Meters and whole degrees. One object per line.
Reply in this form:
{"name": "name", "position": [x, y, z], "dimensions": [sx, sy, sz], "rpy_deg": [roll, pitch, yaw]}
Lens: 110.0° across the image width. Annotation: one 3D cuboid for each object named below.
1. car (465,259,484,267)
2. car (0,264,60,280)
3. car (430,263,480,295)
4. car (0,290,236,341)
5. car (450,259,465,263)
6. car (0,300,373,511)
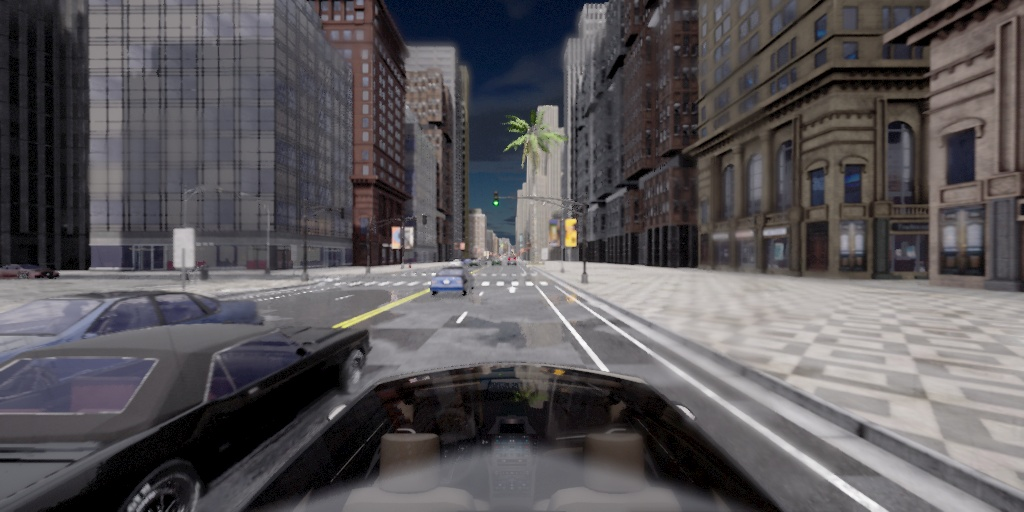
{"name": "car", "position": [-6.513, 1.404, 62.553], "dimensions": [1.895, 1.301, 4.718], "rpy_deg": [0, 0, 0]}
{"name": "car", "position": [-41.924, 1.418, 30.873], "dimensions": [4.181, 1.385, 1.994], "rpy_deg": [0, 0, 1]}
{"name": "car", "position": [-3.149, 1.303, 19.756], "dimensions": [2.033, 1.411, 5.357], "rpy_deg": [0, 0, 0]}
{"name": "car", "position": [-6.597, 1.298, 5.831], "dimensions": [2.033, 1.411, 5.357], "rpy_deg": [0, 0, 0]}
{"name": "car", "position": [-9.768, 1.329, 62.584], "dimensions": [1.812, 1.442, 4.674], "rpy_deg": [0, 0, 0]}
{"name": "car", "position": [-3.150, 1.351, 3.655], "dimensions": [1.895, 1.301, 4.718], "rpy_deg": [0, 0, 0]}
